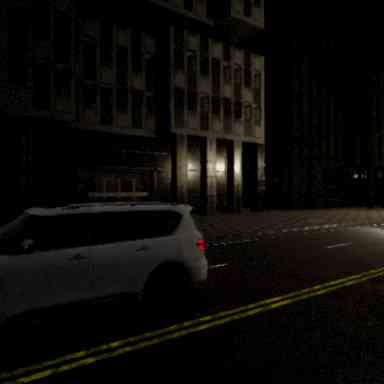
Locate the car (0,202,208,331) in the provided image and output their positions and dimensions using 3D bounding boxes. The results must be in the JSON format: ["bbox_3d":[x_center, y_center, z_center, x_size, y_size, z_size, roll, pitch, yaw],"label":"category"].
[{"bbox_3d":[-2.273,1.223,6.053,5.566,2.045,2.150,0,0,-35],"label":"car"}]
